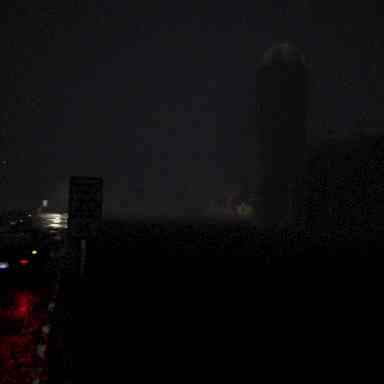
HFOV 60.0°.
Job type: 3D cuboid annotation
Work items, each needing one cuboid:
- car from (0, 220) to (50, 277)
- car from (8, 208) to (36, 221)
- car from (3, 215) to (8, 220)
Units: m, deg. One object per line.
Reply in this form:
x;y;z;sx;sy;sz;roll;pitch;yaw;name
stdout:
-5.928;1.901;11.262;1.812;1.442;4.674;3;-3;-19;car
-15.334;2.434;29.356;2.128;1.511;4.902;3;-3;-19;car
-10.501;1.788;15.685;2.097;1.767;4.553;3;-3;-19;car
